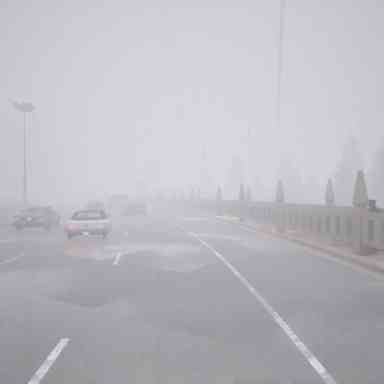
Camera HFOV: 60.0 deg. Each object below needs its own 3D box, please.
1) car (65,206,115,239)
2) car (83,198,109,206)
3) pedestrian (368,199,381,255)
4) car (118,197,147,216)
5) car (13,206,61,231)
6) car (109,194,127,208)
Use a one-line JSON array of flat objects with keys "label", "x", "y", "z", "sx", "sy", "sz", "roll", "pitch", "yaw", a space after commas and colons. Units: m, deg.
[{"label": "car", "x": -5.298, "y": 1.614, "z": 17.525, "sx": 1.895, "sy": 1.301, "sz": 4.718, "roll": 0, "pitch": 0, "yaw": -10}, {"label": "car", "x": -9.930, "y": 1.556, "z": 33.967, "sx": 1.837, "sy": 1.490, "sz": 4.892, "roll": 0, "pitch": 0, "yaw": -20}, {"label": "pedestrian", "x": 6.040, "y": 1.138, "z": 11.150, "sx": 0.375, "sy": 1.860, "sz": 0.375, "roll": -1, "pitch": 1, "yaw": -7}, {"label": "car", "x": -5.743, "y": 1.514, "z": 32.708, "sx": 1.882, "sy": 1.535, "sz": 5.008, "roll": 0, "pitch": 0, "yaw": -18}, {"label": "car", "x": -9.583, "y": 1.575, "z": 20.892, "sx": 2.033, "sy": 1.411, "sz": 5.357, "roll": 0, "pitch": 0, "yaw": -13}, {"label": "car", "x": -9.557, "y": 1.284, "z": 42.483, "sx": 2.150, "sy": 2.045, "sz": 5.566, "roll": 0, "pitch": 0, "yaw": -25}]
